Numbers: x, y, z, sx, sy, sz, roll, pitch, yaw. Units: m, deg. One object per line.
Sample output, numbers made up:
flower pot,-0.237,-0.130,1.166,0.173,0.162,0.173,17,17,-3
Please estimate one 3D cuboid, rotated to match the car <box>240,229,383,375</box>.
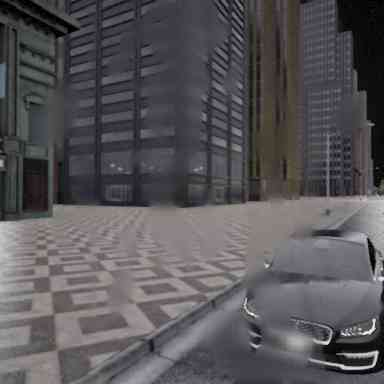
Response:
car,2.412,1.506,5.974,1.837,1.490,4.892,0,0,29
